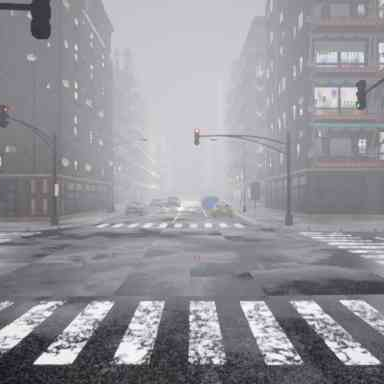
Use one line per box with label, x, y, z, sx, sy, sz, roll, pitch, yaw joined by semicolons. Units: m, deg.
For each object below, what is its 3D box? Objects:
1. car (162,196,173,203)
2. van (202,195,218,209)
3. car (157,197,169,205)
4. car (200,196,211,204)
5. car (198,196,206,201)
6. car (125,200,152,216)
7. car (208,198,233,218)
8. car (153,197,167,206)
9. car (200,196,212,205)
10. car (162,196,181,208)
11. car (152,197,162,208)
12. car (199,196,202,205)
car;-5.295;1.612;72.318;2.008;1.369;4.403;1;0;0
van;2.616;1.366;44.090;1.690;1.788;3.998;1;0;0
car;-5.297;1.627;61.002;1.802;1.307;4.206;1;0;0
car;2.585;1.603;66.712;2.008;1.369;4.403;1;0;0
car;2.587;1.626;83.680;1.887;1.381;4.507;1;0;0
car;-5.430;1.565;32.713;2.008;1.369;4.403;1;0;0
car;2.709;1.537;30.256;1.752;1.417;4.829;1;0;0
car;-5.297;1.563;55.174;1.752;1.417;4.829;1;0;0
car;2.585;1.485;61.056;1.967;1.590;4.097;1;0;0
car;-2.742;1.367;48.146;2.097;1.767;4.553;0;0;0
car;-5.298;1.613;49.686;1.802;1.307;4.206;1;0;0
car;2.585;1.346;49.744;2.192;1.841;5.009;1;0;0
